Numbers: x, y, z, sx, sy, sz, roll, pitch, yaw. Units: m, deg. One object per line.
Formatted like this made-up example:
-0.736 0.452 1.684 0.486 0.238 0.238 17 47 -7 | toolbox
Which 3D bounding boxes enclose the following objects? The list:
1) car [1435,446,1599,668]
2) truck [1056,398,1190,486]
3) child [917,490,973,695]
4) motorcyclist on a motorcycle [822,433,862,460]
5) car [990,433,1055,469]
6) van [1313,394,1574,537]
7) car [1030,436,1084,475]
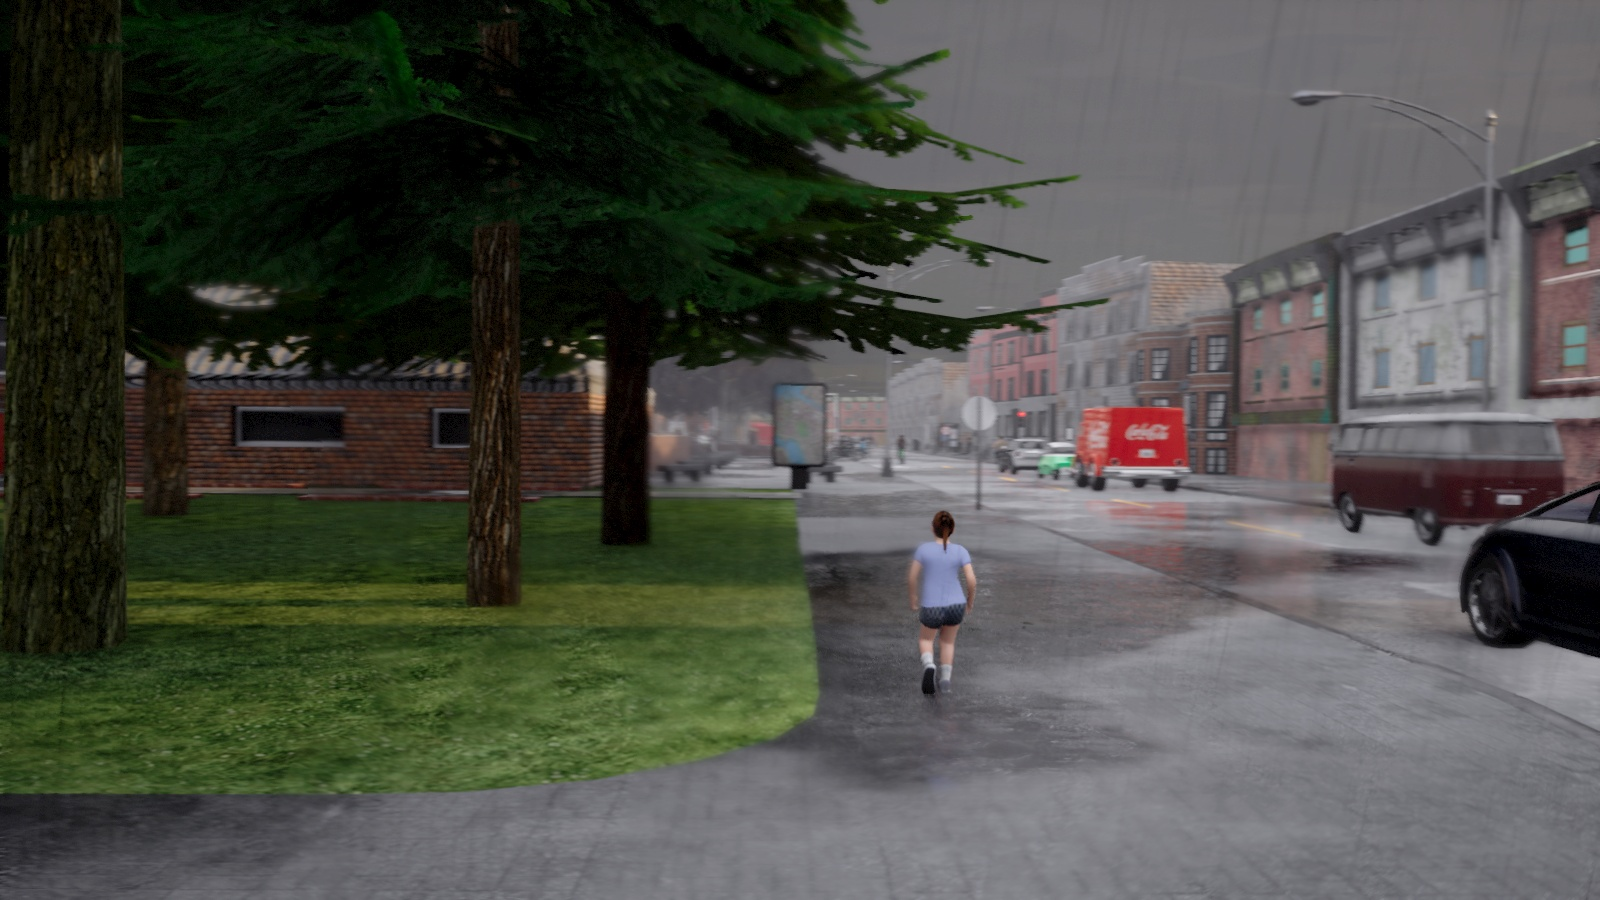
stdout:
6.119 0.693 7.993 1.994 1.385 4.181 -1 1 -1 | car
9.647 -0.256 38.038 2.627 2.467 5.204 -1 1 -1 | truck
0.820 0.795 7.134 0.255 1.110 0.394 -1 1 -1 | child
2.583 -0.200 77.772 2.350 1.649 0.766 -1 0 -17 | motorcyclist on a motorcycle
9.406 0.018 53.348 1.970 1.475 3.806 -1 1 -1 | car
9.937 0.194 19.845 1.775 1.987 4.442 -1 1 -1 | van
9.519 0.185 46.616 1.481 1.376 2.207 -1 1 -1 | car
